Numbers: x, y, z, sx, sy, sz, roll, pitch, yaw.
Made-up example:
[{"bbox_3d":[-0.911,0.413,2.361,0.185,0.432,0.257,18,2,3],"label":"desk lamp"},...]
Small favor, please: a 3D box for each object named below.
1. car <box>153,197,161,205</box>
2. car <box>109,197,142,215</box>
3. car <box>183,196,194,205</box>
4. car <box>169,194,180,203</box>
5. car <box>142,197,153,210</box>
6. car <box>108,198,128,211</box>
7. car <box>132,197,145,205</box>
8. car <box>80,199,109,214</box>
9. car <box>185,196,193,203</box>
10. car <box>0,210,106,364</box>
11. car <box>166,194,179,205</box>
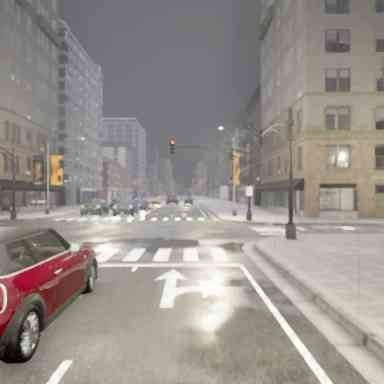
[{"bbox_3d":[-7.154,1.735,65.292,1.882,1.535,5.008,0,0,-1],"label":"car"},{"bbox_3d":[-6.936,1.499,35.186,2.097,1.767,4.553,0,0,0],"label":"car"},{"bbox_3d":[-0.657,1.756,65.733,1.837,1.490,4.892,0,0,-1],"label":"car"},{"bbox_3d":[-4.014,1.385,76.150,2.150,2.045,5.566,0,0,-1],"label":"car"},{"bbox_3d":[-7.035,1.677,45.794,2.128,1.511,4.902,0,0,-1],"label":"car"},{"bbox_3d":[-10.292,1.695,46.641,1.837,1.490,4.892,0,1,0],"label":"car"},{"bbox_3d":[-10.403,1.787,65.274,1.812,1.442,4.674,0,0,-1],"label":"car"},{"bbox_3d":[-10.186,1.503,35.154,2.097,1.767,4.553,0,0,0],"label":"car"},{"bbox_3d":[-0.763,1.681,76.152,1.812,1.442,4.674,0,0,-1],"label":"car"},{"bbox_3d":[-3.223,1.380,6.054,2.097,1.767,4.553,0,0,-1],"label":"car"},{"bbox_3d":[-3.907,1.477,65.731,2.150,2.045,5.566,0,0,-1],"label":"car"}]
